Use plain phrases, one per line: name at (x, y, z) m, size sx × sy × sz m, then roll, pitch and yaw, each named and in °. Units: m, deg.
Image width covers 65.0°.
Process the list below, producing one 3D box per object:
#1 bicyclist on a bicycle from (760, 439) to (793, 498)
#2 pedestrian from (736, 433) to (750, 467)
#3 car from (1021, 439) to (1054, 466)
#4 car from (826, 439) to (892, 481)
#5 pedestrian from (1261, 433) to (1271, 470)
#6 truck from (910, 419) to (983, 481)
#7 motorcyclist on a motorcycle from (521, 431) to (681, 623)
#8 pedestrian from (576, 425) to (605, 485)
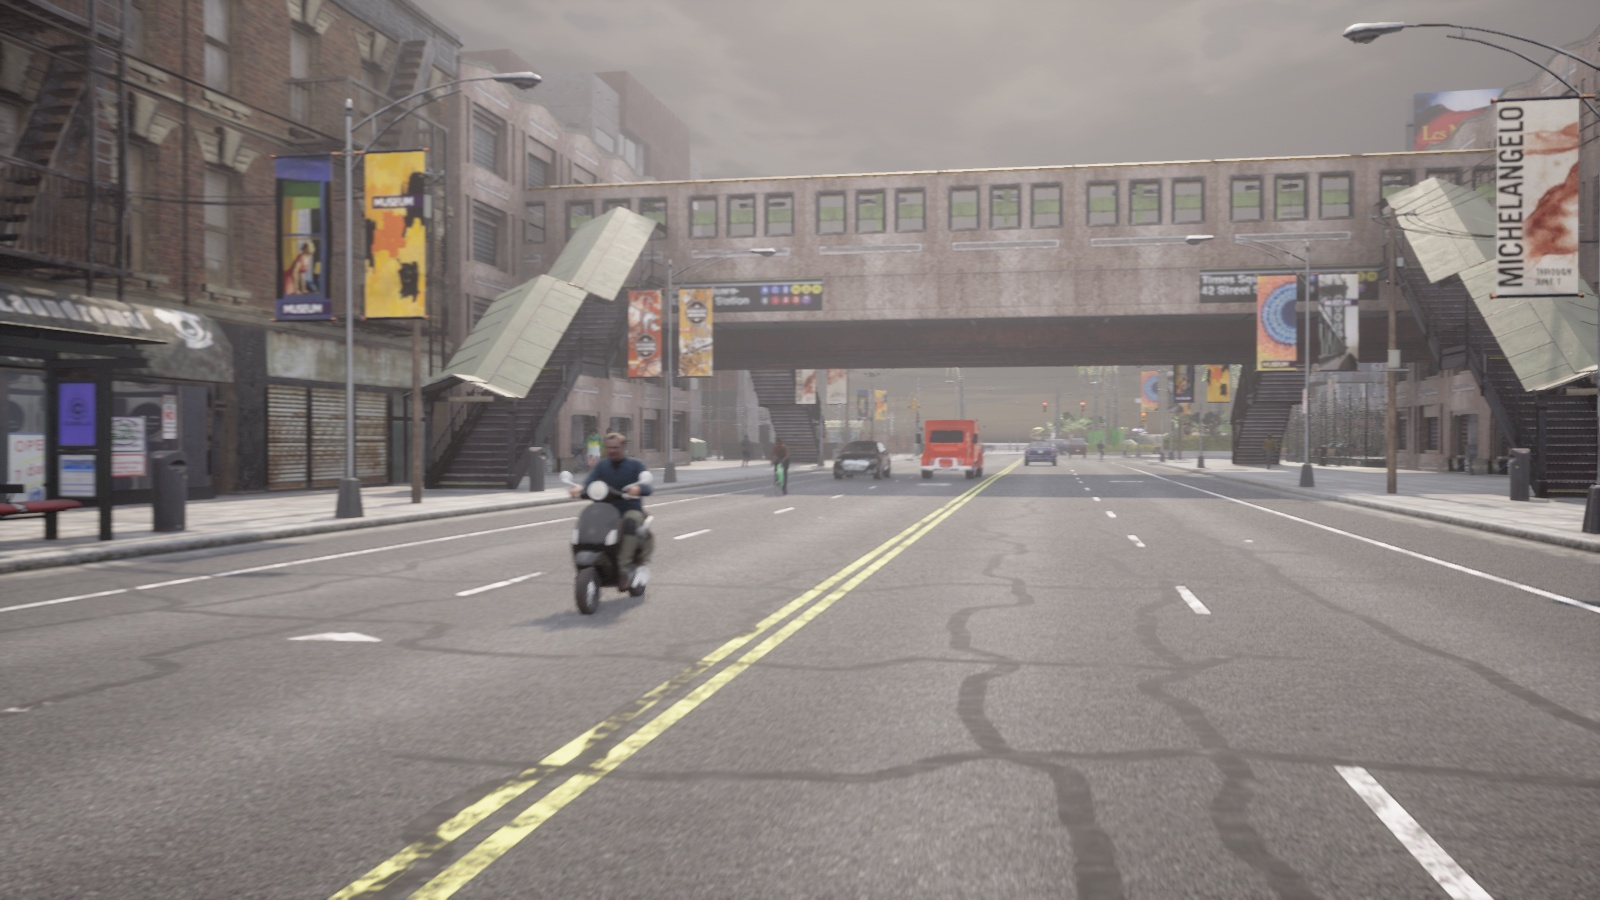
bicyclist on a bicycle at (-0.657, 0.496, 35.640) m, size 0.582 × 1.620 × 1.656 m, roll 0°, pitch 1°, yaw 11°
pedestrian at (-3.127, 0.009, 68.641) m, size 0.540 × 1.848 × 0.694 m, roll 0°, pitch 0°, yaw 23°
car at (15.795, 0.164, 83.416) m, size 2.097 × 1.767 × 4.553 m, roll 0°, pitch 0°, yaw 11°
car at (2.501, 0.387, 52.061) m, size 2.033 × 1.649 × 4.856 m, roll 0°, pitch 0°, yaw 11°
pedestrian at (23.362, 0.094, 62.904) m, size 0.370 × 1.835 × 0.726 m, roll 0°, pitch 0°, yaw 13°
truck at (6.240, -0.028, 52.940) m, size 2.627 × 2.467 × 5.204 m, roll 0°, pitch 0°, yaw 11°
motorcyclist on a motorcycle at (-1.749, 0.632, 11.386) m, size 0.866 × 1.590 × 1.817 m, roll 0°, pitch 0°, yaw 11°
pedestrian at (-6.902, 0.155, 41.412) m, size 0.659 × 1.952 × 0.873 m, roll 0°, pitch 0°, yaw 15°
